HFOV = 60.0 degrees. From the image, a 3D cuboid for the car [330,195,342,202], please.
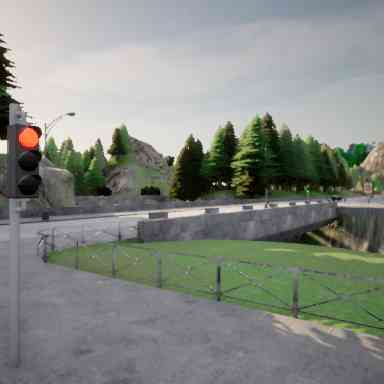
[{"bbox_3d":[32.969,1.438,75.990,1.837,1.490,4.892,0,0,36],"label":"car"}]
